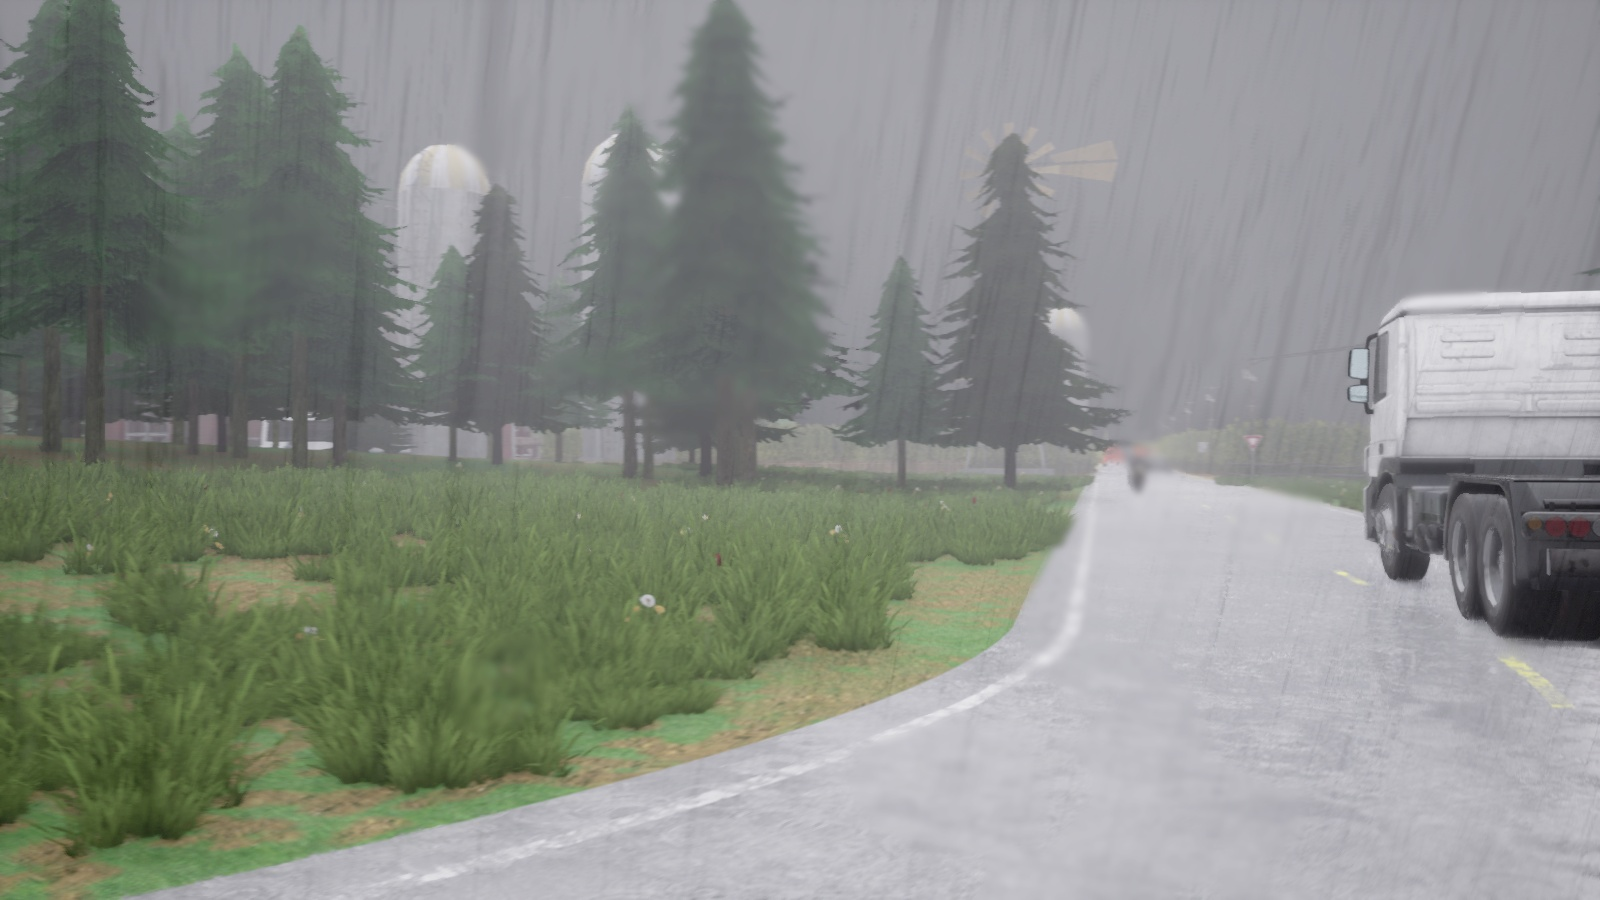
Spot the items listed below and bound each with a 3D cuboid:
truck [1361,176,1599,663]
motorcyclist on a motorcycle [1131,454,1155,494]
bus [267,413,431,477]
[{"bbox_3d":[7.739,-0.210,12.476,2.891,3.462,7.936,0,0,16],"label":"truck"},{"bbox_3d":[13.501,0.943,49.495,0.866,1.530,2.191,0,0,14],"label":"motorcyclist on a motorcycle"},{"bbox_3d":[-31.213,-0.298,86.989,10.273,4.253,3.944,0,0,14],"label":"bus"}]
